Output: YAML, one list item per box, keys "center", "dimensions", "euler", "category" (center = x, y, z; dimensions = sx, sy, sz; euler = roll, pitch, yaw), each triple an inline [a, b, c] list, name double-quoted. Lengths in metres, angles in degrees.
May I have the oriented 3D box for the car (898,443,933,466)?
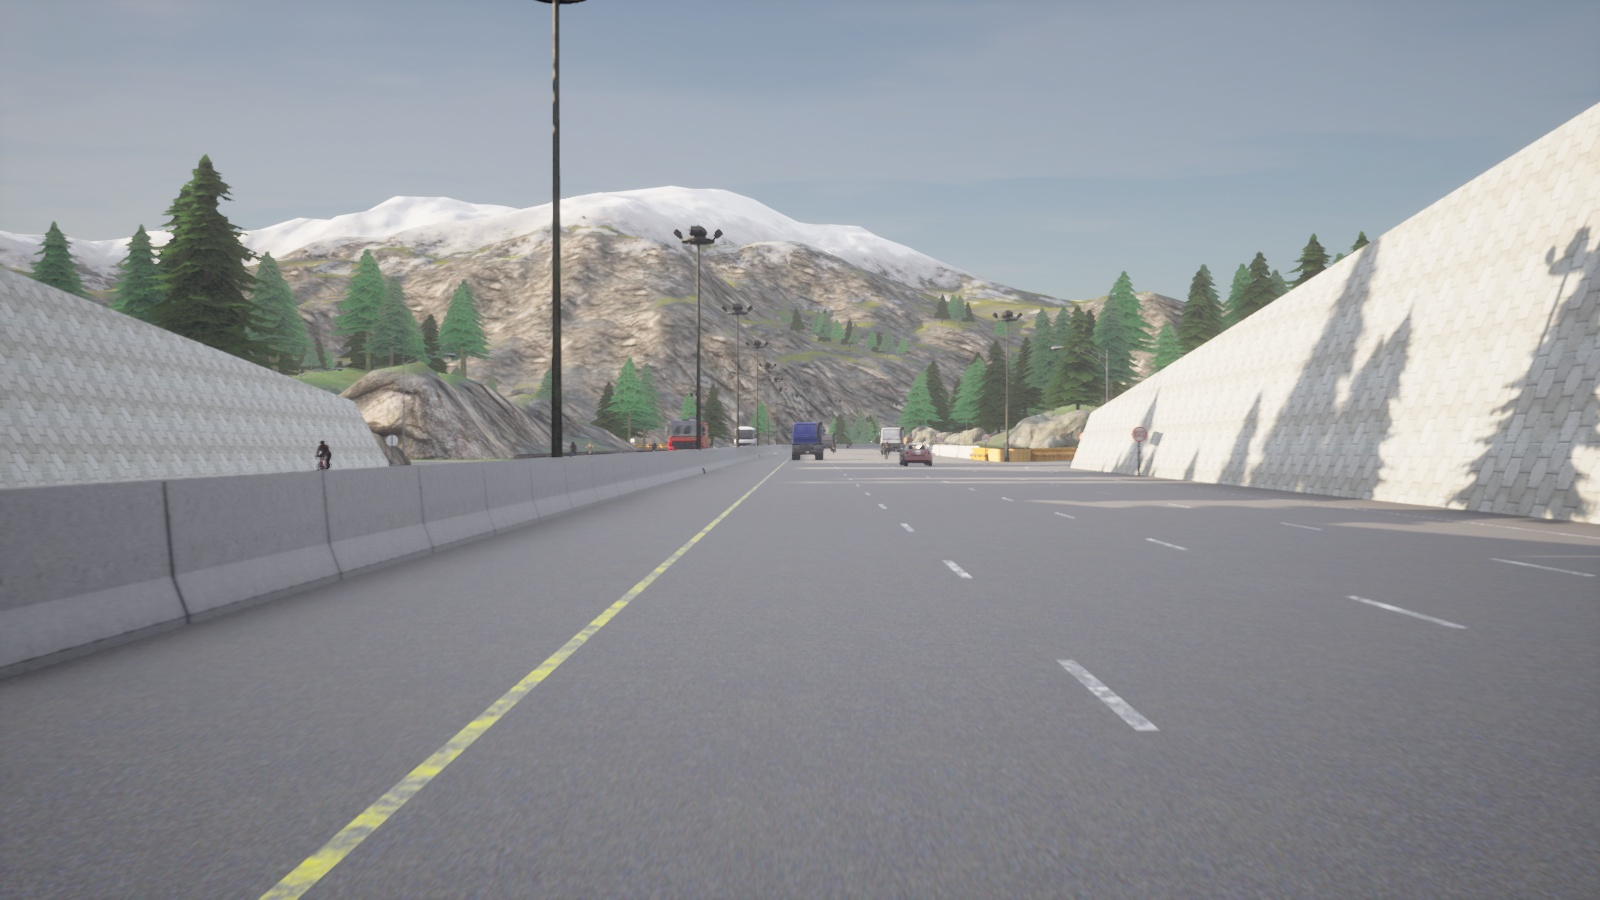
- center: [7.496, 0.258, 81.640]
  dimensions: [1.970, 1.475, 3.806]
  euler: [0, 0, 0]
  category: "car"
